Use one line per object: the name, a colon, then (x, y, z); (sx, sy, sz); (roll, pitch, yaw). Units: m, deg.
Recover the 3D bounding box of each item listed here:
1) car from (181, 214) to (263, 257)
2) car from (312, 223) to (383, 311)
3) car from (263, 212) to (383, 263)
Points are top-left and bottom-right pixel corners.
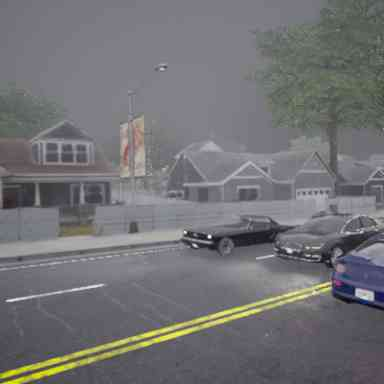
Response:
car: (1.914, 1.572, 13.037); (4.718, 1.301, 1.895); (0, 0, -36)
car: (4.706, 1.504, 6.797); (4.674, 1.442, 1.812); (0, 0, -36)
car: (4.829, 1.470, 11.123); (4.892, 1.490, 1.837); (0, 0, -36)
